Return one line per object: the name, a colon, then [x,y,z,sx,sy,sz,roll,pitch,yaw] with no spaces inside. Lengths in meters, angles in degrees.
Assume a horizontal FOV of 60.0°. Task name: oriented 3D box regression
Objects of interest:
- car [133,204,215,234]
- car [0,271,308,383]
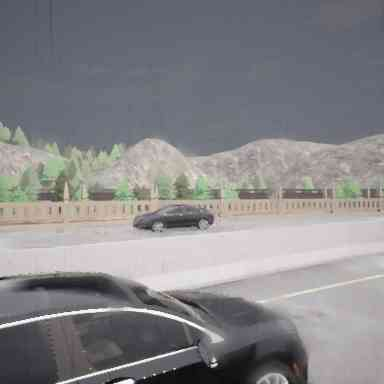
car: [-0.992,1.505,19.472,4.892,1.490,1.837,0,0,-28]
car: [-1.025,1.505,2.888,4.892,1.490,1.837,0,0,-34]
